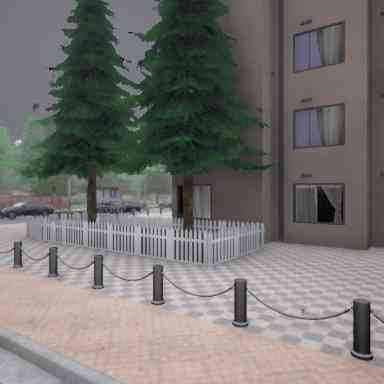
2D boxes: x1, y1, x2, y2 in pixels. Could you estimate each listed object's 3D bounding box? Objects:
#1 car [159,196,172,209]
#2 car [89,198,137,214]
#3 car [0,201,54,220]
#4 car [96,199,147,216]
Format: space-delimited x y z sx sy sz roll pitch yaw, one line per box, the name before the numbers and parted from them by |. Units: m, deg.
car | -2.399 1.337 44.556 2.097 1.767 4.553 0 0 37
car | -8.549 1.477 36.411 2.128 1.511 4.902 0 0 37
car | -14.321 1.510 28.705 1.812 1.442 4.674 0 0 37
car | -6.557 1.476 32.908 2.128 1.511 4.902 0 0 37
